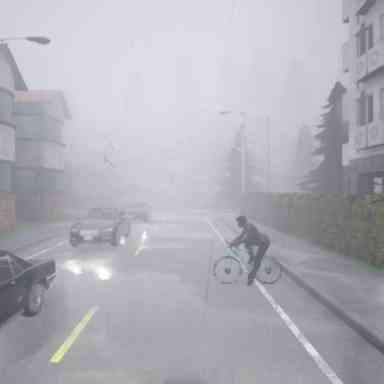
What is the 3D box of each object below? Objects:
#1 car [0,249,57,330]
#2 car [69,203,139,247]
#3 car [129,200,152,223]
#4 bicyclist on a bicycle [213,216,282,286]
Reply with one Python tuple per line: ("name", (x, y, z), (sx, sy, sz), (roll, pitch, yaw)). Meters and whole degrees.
("car", (-3.671, 1.584, 4.643), (1.895, 1.301, 4.718), (0, 0, -1))
("car", (-3.900, 1.438, 14.813), (2.128, 1.511, 4.902), (0, 0, -1))
("car", (-4.069, 1.417, 24.981), (1.837, 1.490, 4.892), (0, 0, -1))
("bicyclist on a bicycle", (1.325, 1.388, 7.860), (1.656, 1.620, 0.582), (0, 0, -1))
